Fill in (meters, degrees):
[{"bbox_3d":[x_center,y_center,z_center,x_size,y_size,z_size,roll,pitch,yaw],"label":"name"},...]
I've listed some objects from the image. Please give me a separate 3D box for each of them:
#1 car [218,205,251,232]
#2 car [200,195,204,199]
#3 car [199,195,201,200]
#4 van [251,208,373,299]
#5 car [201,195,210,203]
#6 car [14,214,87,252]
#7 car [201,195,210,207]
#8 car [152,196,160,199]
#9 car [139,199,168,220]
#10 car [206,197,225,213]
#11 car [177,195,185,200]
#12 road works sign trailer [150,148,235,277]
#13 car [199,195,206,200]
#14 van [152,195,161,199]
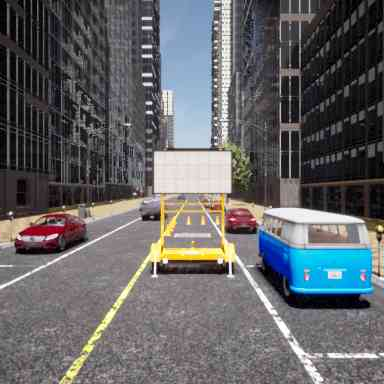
[{"bbox_3d":[2.732,1.581,19.531,1.802,1.307,4.206,0,0,0],"label":"car"},{"bbox_3d":[2.805,1.538,53.686,2.008,1.369,4.403,0,0,0],"label":"car"},{"bbox_3d":[2.830,1.410,65.071,1.967,1.590,4.097,0,0,0],"label":"car"},{"bbox_3d":[2.708,1.341,8.147,1.690,1.788,3.998,0,0,0],"label":"van"},{"bbox_3d":[2.842,1.401,70.763,1.967,1.590,4.097,0,0,0],"label":"car"},{"bbox_3d":[-5.661,1.582,13.860,1.802,1.307,4.206,0,0,0],"label":"car"},{"bbox_3d":[2.793,1.544,47.994,2.008,1.369,4.403,0,0,0],"label":"car"},{"bbox_3d":[-5.600,1.548,42.323,2.008,1.369,4.403,0,0,0],"label":"car"},{"bbox_3d":[-3.041,1.547,27.993,2.033,1.411,5.357,0,0,0],"label":"car"},{"bbox_3d":[2.769,1.581,36.609,1.802,1.307,4.206,0,0,0],"label":"car"},{"bbox_3d":[-2.812,1.493,88.359,1.994,1.385,4.181,0,0,0],"label":"car"},{"bbox_3d":[0.022,0.464,10.172,2.380,3.560,2.880,0,0,0],"label":"road works sign trailer"},{"bbox_3d":[2.891,1.462,93.534,1.887,1.381,4.507,0,0,0],"label":"car"},{"bbox_3d":[-5.575,1.328,53.708,1.690,1.788,3.998,0,0,0],"label":"van"}]
